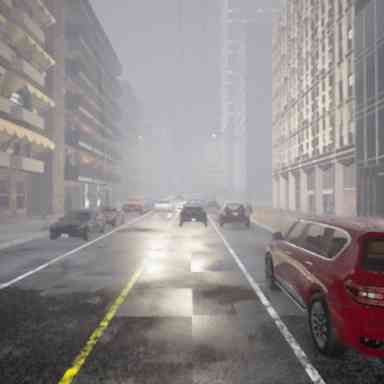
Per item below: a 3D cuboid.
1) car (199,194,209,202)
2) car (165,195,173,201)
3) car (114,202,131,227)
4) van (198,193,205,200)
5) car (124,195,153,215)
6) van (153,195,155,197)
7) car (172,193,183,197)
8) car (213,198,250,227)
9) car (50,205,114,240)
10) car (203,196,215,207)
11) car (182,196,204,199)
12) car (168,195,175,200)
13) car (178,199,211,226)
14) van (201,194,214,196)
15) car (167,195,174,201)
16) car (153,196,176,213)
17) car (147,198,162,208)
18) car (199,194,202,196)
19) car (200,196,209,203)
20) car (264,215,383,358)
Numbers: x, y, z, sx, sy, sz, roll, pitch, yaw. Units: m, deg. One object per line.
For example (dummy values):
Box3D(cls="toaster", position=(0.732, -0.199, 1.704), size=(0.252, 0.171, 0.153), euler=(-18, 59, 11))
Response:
Box3D(cls="car", position=(2.709, 1.308, 77.525), size=(2.192, 1.841, 5.009), euler=(1, 0, 0))
Box3D(cls="car", position=(-5.674, 1.518, 82.831), size=(1.752, 1.417, 4.829), euler=(1, 0, 0))
Box3D(cls="car", position=(-5.643, 1.582, 22.513), size=(1.802, 1.307, 4.206), euler=(1, 0, 0))
Box3D(cls="van", position=(2.709, 1.332, 94.049), size=(1.690, 1.788, 3.998), euler=(1, 0, 0))
Box3D(cls="car", position=(-5.637, 1.314, 33.605), size=(2.192, 1.841, 5.009), euler=(1, 0, 0))
Box3D(cls="van", position=(-5.638, 1.339, 44.698), size=(1.690, 1.788, 3.998), euler=(1, 0, 0))
Box3D(cls="car", position=(-3.000, 1.040, 78.374), size=(2.097, 1.767, 4.553), euler=(0, 0, 0))
Box3D(cls="car", position=(2.707, 1.440, 22.607), size=(1.967, 1.590, 4.097), euler=(1, 0, 0))
Box3D(cls="car", position=(-5.643, 1.566, 16.965), size=(1.947, 1.339, 4.313), euler=(1, 0, 0))
Box3D(cls="car", position=(2.704, 1.579, 44.798), size=(1.802, 1.307, 4.206), euler=(1, 0, 0))
Box3D(cls="car", position=(0.098, 1.545, 42.681), size=(2.033, 1.411, 5.357), euler=(0, 0, 0))
Box3D(cls="car", position=(-5.674, 1.516, 93.854), size=(1.752, 1.417, 4.829), euler=(1, 0, 0))
Box3D(cls="car", position=(0.100, 1.504, 23.359), size=(1.837, 1.490, 4.892), euler=(0, 0, 0))
Box3D(cls="van", position=(2.709, 1.338, 50.346), size=(1.690, 1.788, 3.998), euler=(1, 0, 0))
Box3D(cls="car", position=(-5.674, 1.517, 88.344), size=(1.752, 1.417, 4.829), euler=(1, 0, 0))
Box3D(cls="car", position=(-3.095, 1.524, 36.672), size=(1.812, 1.442, 4.674), euler=(0, 0, 0))
Box3D(cls="car", position=(-5.643, 1.579, 50.246), size=(1.802, 1.307, 4.206), euler=(1, 0, 0))
Box3D(cls="car", position=(2.704, 1.576, 66.989), size=(1.802, 1.307, 4.206), euler=(1, 0, 0))
Box3D(cls="car", position=(2.704, 1.575, 72.017), size=(1.802, 1.307, 4.206), euler=(1, 0, 0))
Box3D(cls="car", position=(2.709, 1.315, 5.964), size=(2.192, 1.841, 5.009), euler=(1, 0, 0))
